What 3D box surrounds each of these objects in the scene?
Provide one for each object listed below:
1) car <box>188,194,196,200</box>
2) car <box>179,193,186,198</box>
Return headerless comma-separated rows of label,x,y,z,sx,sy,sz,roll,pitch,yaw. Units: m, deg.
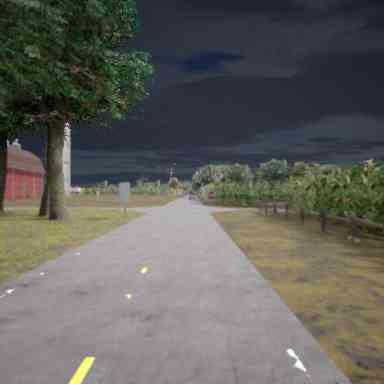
car,-0.012,1.487,89.827,1.994,1.385,4.181,0,0,0
car,-2.763,1.102,95.254,1.994,1.385,4.181,0,0,0
